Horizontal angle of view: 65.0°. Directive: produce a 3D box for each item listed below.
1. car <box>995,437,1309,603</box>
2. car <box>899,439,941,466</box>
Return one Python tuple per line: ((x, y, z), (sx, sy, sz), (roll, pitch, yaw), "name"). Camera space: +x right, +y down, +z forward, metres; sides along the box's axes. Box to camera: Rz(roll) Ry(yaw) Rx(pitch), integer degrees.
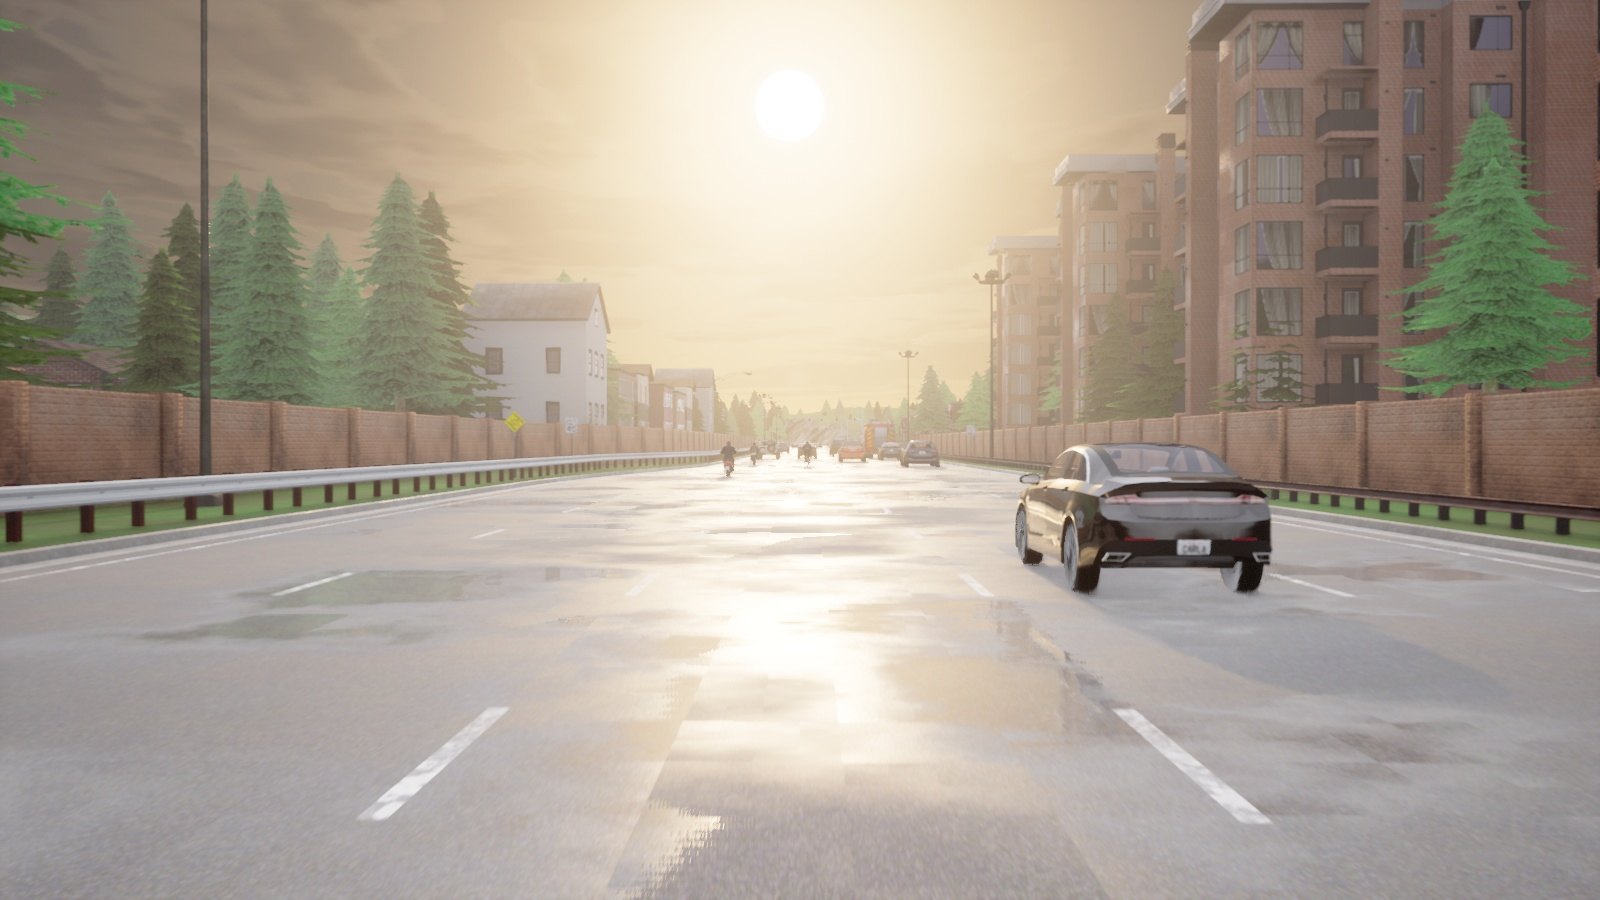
((3.595, 0.627, 13.919), (2.128, 1.511, 4.902), (0, 0, 0), "car")
((7.463, 0.154, 78.576), (2.242, 1.667, 4.611), (0, 0, 0), "car")
